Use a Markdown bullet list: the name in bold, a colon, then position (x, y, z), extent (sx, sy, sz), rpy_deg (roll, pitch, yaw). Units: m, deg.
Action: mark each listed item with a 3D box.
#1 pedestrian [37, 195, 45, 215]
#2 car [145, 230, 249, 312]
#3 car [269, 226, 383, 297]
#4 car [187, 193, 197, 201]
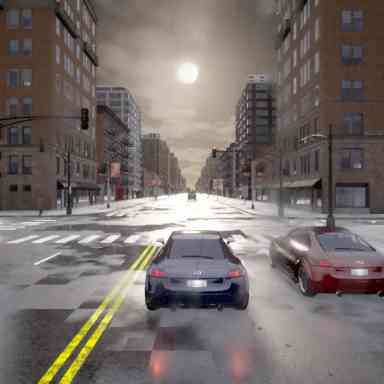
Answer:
- **pedestrian**: position (-14.138, 1.170, 31.123), extent (0.375, 1.860, 0.375), rpy_deg (0, 0, 0)
- **car**: position (0.089, 1.564, 7.798), extent (1.994, 1.385, 4.181), rpy_deg (0, 0, 0)
- **car**: position (3.339, 1.564, 8.616), extent (1.994, 1.385, 4.181), rpy_deg (0, 0, 0)
- **car**: position (0.010, 1.212, 80.314), extent (2.150, 2.045, 5.566), rpy_deg (0, 0, 0)
